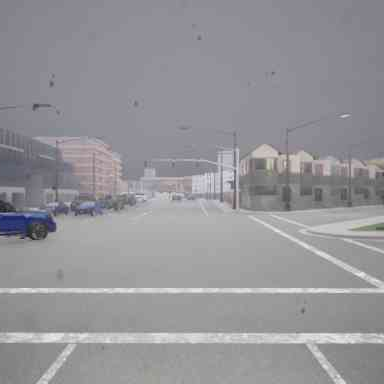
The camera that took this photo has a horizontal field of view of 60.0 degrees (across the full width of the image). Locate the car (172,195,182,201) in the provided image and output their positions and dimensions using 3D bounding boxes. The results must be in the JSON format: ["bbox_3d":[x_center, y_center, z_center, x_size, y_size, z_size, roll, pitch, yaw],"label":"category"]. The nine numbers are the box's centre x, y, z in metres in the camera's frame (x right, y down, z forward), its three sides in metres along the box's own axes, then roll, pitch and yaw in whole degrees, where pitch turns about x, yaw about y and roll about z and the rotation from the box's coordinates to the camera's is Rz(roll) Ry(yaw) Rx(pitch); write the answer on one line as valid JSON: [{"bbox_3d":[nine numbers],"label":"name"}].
[{"bbox_3d":[-3.631,1.345,77.408,2.128,1.511,4.902,0,-1,0],"label":"car"}]

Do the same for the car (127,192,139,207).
[{"bbox_3d":[-10.677,1.307,54.963,2.150,2.045,5.566,0,1,0],"label":"car"}]

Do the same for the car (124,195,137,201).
[{"bbox_3d":[-14.129,1.359,76.361,2.033,1.411,5.357,0,0,0],"label":"car"}]

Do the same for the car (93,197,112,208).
[{"bbox_3d":[-14.176,1.640,53.116,1.812,1.442,4.674,0,1,0],"label":"car"}]

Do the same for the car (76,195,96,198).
[{"bbox_3d":[-14.169,1.428,43.819,2.150,2.045,5.566,0,0,0],"label":"car"}]

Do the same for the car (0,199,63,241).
[{"bbox_3d":[-9.188,1.291,15.102,2.150,2.045,5.566,1,0,44],"label":"car"}]

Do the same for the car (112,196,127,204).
[{"bbox_3d":[-14.143,1.469,64.695,1.994,1.385,4.181,0,1,0],"label":"car"}]

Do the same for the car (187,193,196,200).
[{"bbox_3d":[-0.148,1.139,87.819,2.097,1.767,4.553,0,-2,0],"label":"car"}]

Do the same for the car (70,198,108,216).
[{"bbox_3d":[-10.660,1.671,34.685,1.882,1.535,5.008,0,0,0],"label":"car"}]

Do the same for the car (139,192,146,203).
[{"bbox_3d":[-10.628,1.094,67.278,2.150,2.045,5.566,0,0,0],"label":"car"}]

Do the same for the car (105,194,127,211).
[{"bbox_3d":[-10.665,1.421,44.617,2.150,2.045,5.566,0,1,1],"label":"car"}]

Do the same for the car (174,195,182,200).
[{"bbox_3d":[-3.648,1.379,87.866,1.895,1.301,4.718,0,-2,0],"label":"car"}]

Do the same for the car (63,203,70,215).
[{"bbox_3d":[-14.161,1.718,34.248,1.812,1.442,4.674,0,0,0],"label":"car"}]

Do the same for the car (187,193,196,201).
[{"bbox_3d":[-0.131,1.420,77.859,1.895,1.301,4.718,0,-1,0],"label":"car"}]
